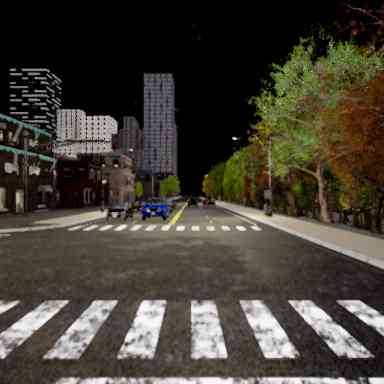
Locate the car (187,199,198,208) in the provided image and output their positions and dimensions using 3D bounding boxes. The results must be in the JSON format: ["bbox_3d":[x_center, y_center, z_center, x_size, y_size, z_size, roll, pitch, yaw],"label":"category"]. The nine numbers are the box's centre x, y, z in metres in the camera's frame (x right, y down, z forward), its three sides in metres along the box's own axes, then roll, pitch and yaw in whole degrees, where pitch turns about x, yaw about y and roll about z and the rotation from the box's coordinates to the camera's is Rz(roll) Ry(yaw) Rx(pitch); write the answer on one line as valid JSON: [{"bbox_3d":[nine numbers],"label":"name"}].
[{"bbox_3d":[0.129,2.112,62.119,1.837,1.490,4.892,0,-1,0],"label":"car"}]

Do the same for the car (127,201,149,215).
[{"bbox_3d":[-6.582,1.908,41.060,1.837,1.490,4.892,0,-1,0],"label":"car"}]

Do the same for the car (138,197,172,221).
[{"bbox_3d":[-3.337,1.531,31.287,2.150,2.045,5.566,0,-1,0],"label":"car"}]

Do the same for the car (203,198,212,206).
[{"bbox_3d":[3.281,2.171,71.126,1.882,1.535,5.008,0,-1,0],"label":"car"}]

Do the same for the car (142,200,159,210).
[{"bbox_3d":[-6.561,2.013,53.169,2.128,1.511,4.902,0,-1,0],"label":"car"}]

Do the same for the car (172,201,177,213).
[{"bbox_3d":[-3.328,1.897,41.306,2.128,1.511,4.902,0,-1,0],"label":"car"}]

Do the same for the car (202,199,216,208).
[{"bbox_3d":[3.378,2.086,60.858,2.128,1.511,4.902,0,-1,0],"label":"car"}]

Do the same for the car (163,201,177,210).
[{"bbox_3d":[-3.315,2.106,51.630,1.895,1.301,4.718,0,-1,0],"label":"car"}]

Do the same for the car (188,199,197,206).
[{"bbox_3d":[0.044,2.230,72.456,1.812,1.442,4.674,0,-1,0],"label":"car"}]

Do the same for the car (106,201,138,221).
[{"bbox_3d":[-6.587,1.796,30.836,2.128,1.511,4.902,0,-1,0],"label":"car"}]
